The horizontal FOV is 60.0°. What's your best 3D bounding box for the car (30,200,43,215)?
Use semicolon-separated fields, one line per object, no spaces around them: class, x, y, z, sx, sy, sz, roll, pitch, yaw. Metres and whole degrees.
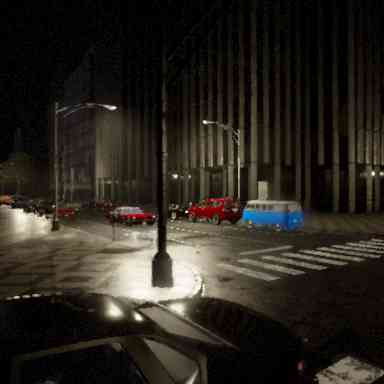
car;-15.086;1.802;34.293;1.802;1.307;4.206;0;0;-35

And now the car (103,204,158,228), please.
car;-4.376;1.751;23.654;1.895;1.301;4.718;0;0;-35

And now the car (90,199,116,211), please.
car;-11.388;1.689;43.809;1.967;1.590;4.097;0;0;-35

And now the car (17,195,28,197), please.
car;-44.075;1.944;84.876;2.128;1.511;4.902;0;0;-35

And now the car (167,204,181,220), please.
car;-1.588;1.735;30.016;1.947;1.339;4.313;0;0;-35

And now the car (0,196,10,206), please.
car;-37.951;1.690;66.475;2.192;1.841;5.009;0;0;-35

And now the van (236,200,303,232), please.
van;4.946;1.455;20.821;1.690;1.788;3.998;0;0;-35

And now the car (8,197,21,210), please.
car;-24.885;1.848;48.084;2.008;1.369;4.403;0;0;-35

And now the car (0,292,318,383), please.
car;-1.439;1.564;2.196;5.357;1.411;2.033;0;0;-35

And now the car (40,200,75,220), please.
car;-11.819;1.738;29.696;1.887;1.381;4.507;0;0;-35

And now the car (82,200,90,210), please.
car;-14.655;1.857;48.406;1.802;1.307;4.206;0;0;-35

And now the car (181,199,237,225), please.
car;1.678;1.458;25.419;2.192;1.841;5.009;0;0;-35

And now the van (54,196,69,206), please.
van;-24.455;1.685;62.200;1.690;1.788;3.998;0;0;-35

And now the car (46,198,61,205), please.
car;-27.820;1.887;66.937;1.752;1.417;4.829;0;0;-35

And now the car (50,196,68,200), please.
car;-18.118;1.614;43.106;2.097;1.767;4.553;0;0;-35

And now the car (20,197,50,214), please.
car;-18.352;1.687;38.891;1.967;1.590;4.097;0;0;-35

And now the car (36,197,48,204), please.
car;-34.368;1.917;76.163;1.752;1.417;4.829;0;0;-34

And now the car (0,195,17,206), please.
car;-34.684;1.674;61.877;2.192;1.841;5.009;0;0;-35
